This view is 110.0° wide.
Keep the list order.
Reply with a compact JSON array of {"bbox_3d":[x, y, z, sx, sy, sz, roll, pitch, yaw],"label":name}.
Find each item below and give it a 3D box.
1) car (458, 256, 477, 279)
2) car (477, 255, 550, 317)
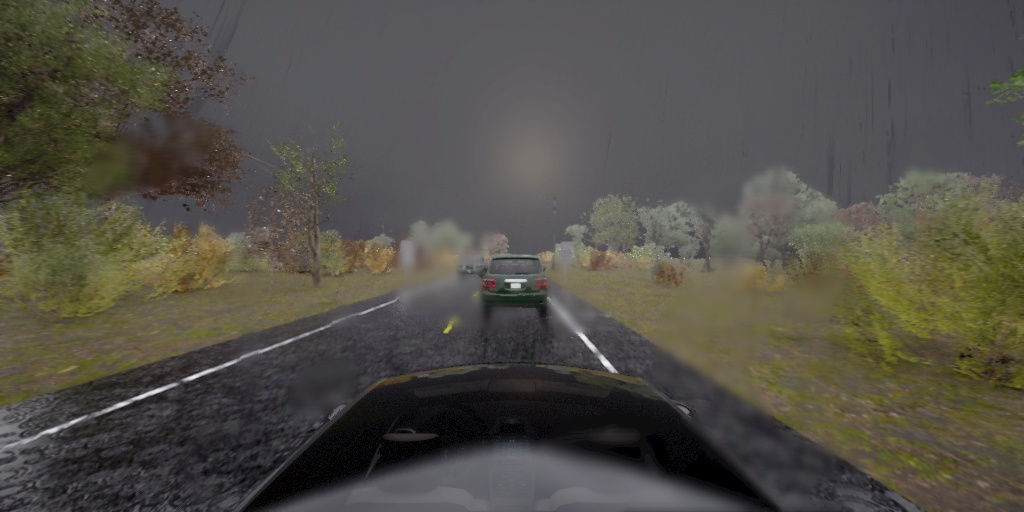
[{"bbox_3d":[-3.488,0.982,32.671,2.150,2.045,5.566,0,0,0],"label":"car"},{"bbox_3d":[0.120,0.976,13.280,2.150,2.045,5.566,0,0,0],"label":"car"}]
